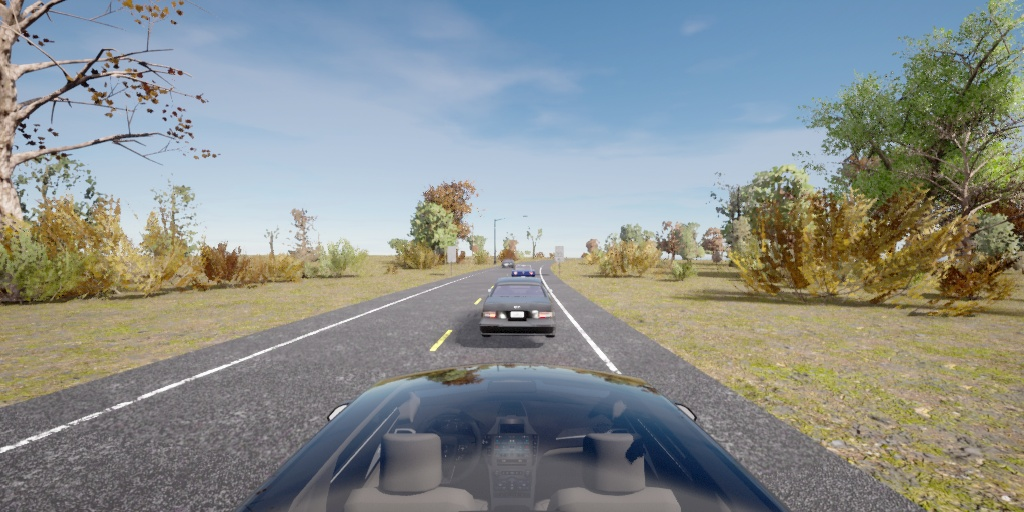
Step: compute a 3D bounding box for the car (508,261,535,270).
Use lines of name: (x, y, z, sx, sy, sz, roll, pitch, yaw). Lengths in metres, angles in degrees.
car: (0.947, 1.353, 29.774, 1.895, 1.301, 4.718, 0, 0, 2)

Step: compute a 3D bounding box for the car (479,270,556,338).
car: (0.210, 1.299, 10.181, 2.033, 1.411, 5.357, 0, 0, 2)

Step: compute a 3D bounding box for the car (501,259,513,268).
car: (-0.625, 1.237, 57.828, 2.128, 1.511, 4.902, 0, 0, 6)
